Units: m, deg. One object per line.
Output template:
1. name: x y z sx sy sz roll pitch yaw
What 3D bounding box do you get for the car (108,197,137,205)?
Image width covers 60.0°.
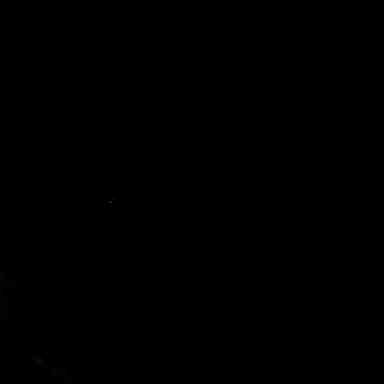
1. car: -10.929 1.646 53.438 2.097 1.767 4.553 0 0 34

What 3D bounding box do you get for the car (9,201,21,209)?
1. car: -19.247 1.765 40.812 1.882 1.535 5.008 0 0 33

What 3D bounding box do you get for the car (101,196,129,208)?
1. car: -13.031 1.668 56.599 2.097 1.767 4.553 0 0 34
